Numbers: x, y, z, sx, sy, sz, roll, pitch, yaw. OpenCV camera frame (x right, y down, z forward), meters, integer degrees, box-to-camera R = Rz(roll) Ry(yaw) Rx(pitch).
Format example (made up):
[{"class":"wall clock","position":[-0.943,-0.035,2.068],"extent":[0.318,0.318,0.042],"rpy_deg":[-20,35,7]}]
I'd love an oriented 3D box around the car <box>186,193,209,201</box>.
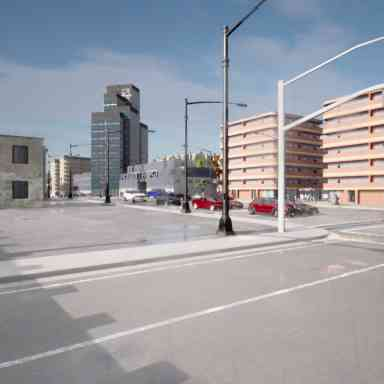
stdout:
[{"class":"car","position":[0.964,0.959,63.321],"extent":[1.895,1.301,4.718],"rpy_deg":[0,1,-34]}]

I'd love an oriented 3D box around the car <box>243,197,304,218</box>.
[{"class":"car","position":[7.111,1.231,29.387],"extent":[2.097,1.767,4.553],"rpy_deg":[0,1,-34]}]

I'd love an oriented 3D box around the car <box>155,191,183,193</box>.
[{"class":"car","position":[-3.377,1.021,50.928],"extent":[1.812,1.442,4.674],"rpy_deg":[0,1,-34]}]

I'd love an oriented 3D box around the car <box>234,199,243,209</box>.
[{"class":"car","position":[4.142,1.256,39.914],"extent":[1.812,1.442,4.674],"rpy_deg":[0,1,-34]}]

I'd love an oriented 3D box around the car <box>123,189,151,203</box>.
[{"class":"car","position":[-9.129,0.625,53.176],"extent":[2.150,2.045,5.566],"rpy_deg":[0,1,-33]}]

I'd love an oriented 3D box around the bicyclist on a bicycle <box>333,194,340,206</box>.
[{"class":"bicyclist on a bicycle","position":[19.976,1.094,45.979],"extent":[1.656,1.620,0.582],"rpy_deg":[0,1,-34]}]

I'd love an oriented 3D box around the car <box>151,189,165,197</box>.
[{"class":"car","position":[-7.580,0.334,69.602],"extent":[2.150,2.045,5.566],"rpy_deg":[0,1,-34]}]

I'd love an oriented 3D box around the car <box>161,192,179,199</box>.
[{"class":"car","position":[-4.676,0.661,71.557],"extent":[1.994,1.385,4.181],"rpy_deg":[0,1,-34]}]

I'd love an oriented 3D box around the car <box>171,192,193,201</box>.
[{"class":"car","position":[-1.919,0.862,61.434],"extent":[1.837,1.490,4.892],"rpy_deg":[0,1,-34]}]

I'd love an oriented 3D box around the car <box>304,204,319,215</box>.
[{"class":"car","position":[9.492,1.413,32.096],"extent":[2.033,1.411,5.357],"rpy_deg":[0,1,-35]}]

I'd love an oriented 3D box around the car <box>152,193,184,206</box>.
[{"class":"car","position":[-3.163,1.157,44.402],"extent":[1.994,1.385,4.181],"rpy_deg":[0,1,-34]}]

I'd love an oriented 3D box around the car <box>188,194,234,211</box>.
[{"class":"car","position":[1.962,1.229,36.894],"extent":[1.882,1.535,5.008],"rpy_deg":[0,1,-34]}]
